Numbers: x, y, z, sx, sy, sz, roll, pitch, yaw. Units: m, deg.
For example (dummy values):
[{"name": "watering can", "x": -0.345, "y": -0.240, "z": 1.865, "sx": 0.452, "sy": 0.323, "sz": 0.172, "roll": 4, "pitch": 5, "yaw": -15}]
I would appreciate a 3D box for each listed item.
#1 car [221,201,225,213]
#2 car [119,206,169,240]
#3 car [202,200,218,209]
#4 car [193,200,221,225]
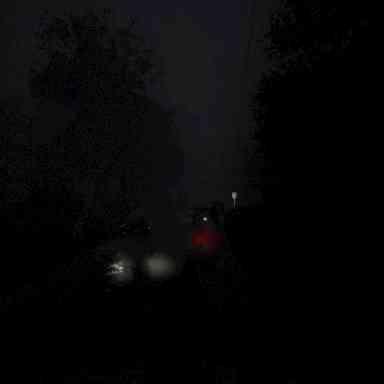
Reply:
[{"name": "car", "x": 3.124, "y": 1.811, "z": 42.135, "sx": 2.128, "sy": 1.511, "sz": 4.902, "roll": 0, "pitch": -1, "yaw": 8}, {"name": "car", "x": -2.372, "y": 1.505, "z": 17.504, "sx": 1.882, "sy": 1.535, "sz": 5.008, "roll": 0, "pitch": 0, "yaw": 3}, {"name": "car", "x": 3.260, "y": 2.133, "z": 58.911, "sx": 2.128, "sy": 1.511, "sz": 4.902, "roll": 1, "pitch": -1, "yaw": 13}, {"name": "car", "x": 1.103, "y": 1.594, "z": 24.957, "sx": 1.837, "sy": 1.490, "sz": 4.892, "roll": 0, "pitch": 0, "yaw": 5}]
